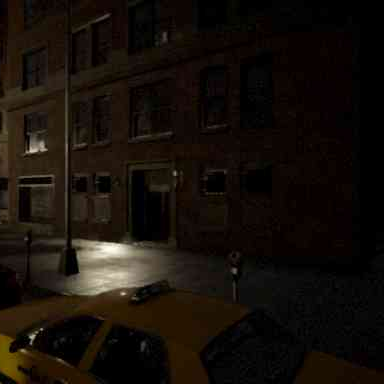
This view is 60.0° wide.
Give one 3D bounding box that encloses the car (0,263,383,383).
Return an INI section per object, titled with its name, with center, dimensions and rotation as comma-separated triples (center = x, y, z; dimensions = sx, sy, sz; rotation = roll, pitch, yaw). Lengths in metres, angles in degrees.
[car]
center = -0.578, 1.528, 3.223
dimensions = 4.829, 1.417, 1.752
rotation = 0, 0, 35
